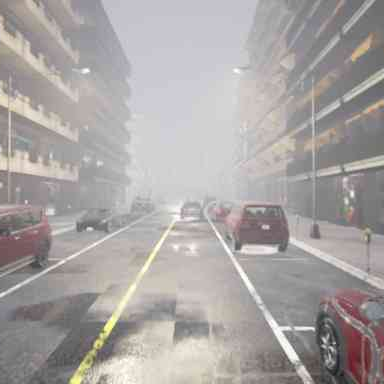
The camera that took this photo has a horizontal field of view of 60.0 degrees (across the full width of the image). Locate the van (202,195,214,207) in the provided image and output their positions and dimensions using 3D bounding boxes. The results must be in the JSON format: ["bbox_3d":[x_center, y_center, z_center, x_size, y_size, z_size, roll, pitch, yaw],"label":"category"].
[{"bbox_3d":[2.540,1.328,52.605,1.690,1.788,3.998,1,0,0],"label":"van"}]

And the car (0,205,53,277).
[{"bbox_3d":[-5.294,1.302,8.411,2.192,1.841,5.009,1,0,0],"label":"car"}]

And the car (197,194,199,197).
[{"bbox_3d":[-0.012,1.546,59.047,2.163,1.488,4.792,0,0,0],"label":"car"}]

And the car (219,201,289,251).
[{"bbox_3d":[2.551,1.295,13.885,2.192,1.841,5.009,1,0,0],"label":"car"}]

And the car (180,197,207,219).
[{"bbox_3d":[0.000,1.499,29.375,2.033,1.649,4.856,0,0,0],"label":"car"}]

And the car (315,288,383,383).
[{"bbox_3d":[2.592,1.436,2.823,1.967,1.590,4.097,1,0,0],"label":"car"}]

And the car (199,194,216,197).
[{"bbox_3d":[2.542,1.295,47.074,2.192,1.841,5.009,1,0,0],"label":"car"}]

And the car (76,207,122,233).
[{"bbox_3d":[-5.303,1.541,19.475,1.947,1.339,4.313,1,0,0],"label":"car"}]

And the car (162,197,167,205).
[{"bbox_3d":[-5.313,1.577,58.189,1.802,1.307,4.206,1,0,0],"label":"car"}]

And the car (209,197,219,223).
[{"bbox_3d":[2.545,1.413,24.948,1.967,1.590,4.097,1,0,0],"label":"car"}]

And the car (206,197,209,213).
[{"bbox_3d":[2.539,1.554,36.011,1.802,1.307,4.206,1,0,0],"label":"car"}]

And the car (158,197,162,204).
[{"bbox_3d":[-5.308,1.520,41.596,1.887,1.381,4.507,1,0,0],"label":"car"}]

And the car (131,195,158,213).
[{"bbox_3d":[-5.301,1.287,36.064,2.192,1.841,5.009,1,0,0],"label":"car"}]
